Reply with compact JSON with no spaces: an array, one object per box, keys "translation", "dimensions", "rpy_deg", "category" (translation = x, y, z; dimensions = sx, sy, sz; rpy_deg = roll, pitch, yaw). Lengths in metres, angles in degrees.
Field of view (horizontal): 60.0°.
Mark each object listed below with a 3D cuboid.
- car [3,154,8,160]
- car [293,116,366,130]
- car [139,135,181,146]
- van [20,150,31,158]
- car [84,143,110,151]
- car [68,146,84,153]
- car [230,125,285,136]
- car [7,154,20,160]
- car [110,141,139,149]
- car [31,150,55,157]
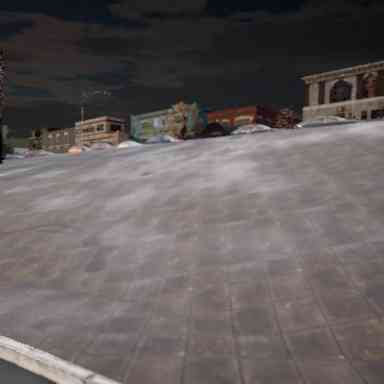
[{"translation":[-35.002,-6.318,63.844],"dimensions":[5.566,2.045,2.435],"rpy_deg":[2,1,43],"category":"car"},{"translation":[9.256,-4.338,22.352],"dimensions":[4.892,1.521,2.231],"rpy_deg":[3,2,43],"category":"car"},{"translation":[-2.749,-4.970,33.598],"dimensions":[4.553,1.767,2.185],"rpy_deg":[2,2,43],"category":"car"},{"translation":[-26.885,-6.013,56.233],"dimensions":[4.442,1.987,1.878],"rpy_deg":[2,1,43],"category":"van"},{"translation":[-10.893,-5.301,41.236],"dimensions":[4.553,1.767,2.185],"rpy_deg":[2,2,43],"category":"car"},{"translation":[-14.918,-5.461,45.011],"dimensions":[4.553,1.767,2.185],"rpy_deg":[2,2,43],"category":"car"},{"translation":[5.226,-4.516,26.120],"dimensions":[4.892,1.521,2.231],"rpy_deg":[2,2,43],"category":"car"},{"translation":[-31.005,-5.892,60.096],"dimensions":[4.674,1.452,2.002],"rpy_deg":[2,1,43],"category":"car"},{"translation":[-6.758,-4.967,37.358],"dimensions":[4.674,1.452,2.002],"rpy_deg":[2,2,43],"category":"car"},{"translation":[-22.954,-5.642,52.545],"dimensions":[4.892,1.521,2.231],"rpy_deg":[2,1,43],"category":"car"}]
